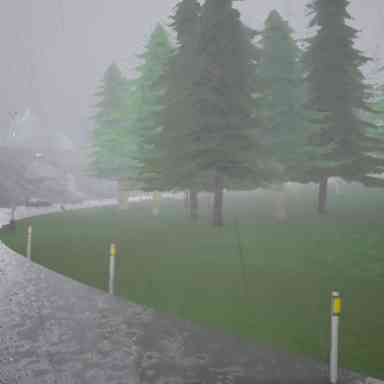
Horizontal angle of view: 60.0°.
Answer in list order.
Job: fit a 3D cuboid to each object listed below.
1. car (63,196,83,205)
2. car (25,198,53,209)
[{"bbox_3d":[-21.250,1.498,59.231,2.128,1.511,4.902,1,1,8],"label":"car"},{"bbox_3d":[-22.556,1.610,49.143,1.882,1.535,5.008,1,1,7],"label":"car"}]
